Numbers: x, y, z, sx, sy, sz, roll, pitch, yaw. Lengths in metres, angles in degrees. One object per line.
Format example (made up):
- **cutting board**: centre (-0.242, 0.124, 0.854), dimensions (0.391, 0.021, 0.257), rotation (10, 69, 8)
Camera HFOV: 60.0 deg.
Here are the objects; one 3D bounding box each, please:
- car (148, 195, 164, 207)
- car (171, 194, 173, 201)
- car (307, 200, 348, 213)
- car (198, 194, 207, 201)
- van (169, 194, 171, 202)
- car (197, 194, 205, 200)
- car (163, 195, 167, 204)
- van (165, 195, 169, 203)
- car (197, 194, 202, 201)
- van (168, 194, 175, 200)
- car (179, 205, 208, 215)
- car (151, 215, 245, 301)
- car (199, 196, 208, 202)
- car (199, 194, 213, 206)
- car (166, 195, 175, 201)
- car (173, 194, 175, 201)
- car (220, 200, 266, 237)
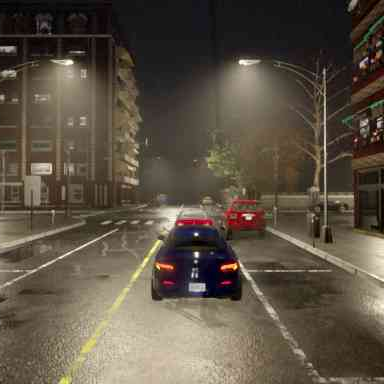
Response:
- **car**: centre (-5.734, 1.614, 50.633), dimensions (1.802, 1.307, 4.206), rotation (1, 0, 0)
- **car**: centre (-5.759, 1.636, 72.787), dimensions (1.802, 1.307, 4.206), rotation (1, 0, 0)
- **car**: centre (15.171, 1.609, 37.191), dimensions (4.313, 1.339, 1.947), rotation (0, -1, 0)
- **car**: centre (2.612, 1.382, 83.865), dimensions (2.192, 1.841, 5.009), rotation (1, 0, 0)
- **van**: centre (-5.749, 1.389, 67.248), dimensions (1.690, 1.788, 3.998), rotation (1, 0, 0)
- **car**: centre (2.600, 1.396, 94.940), dimensions (2.192, 1.841, 5.009), rotation (1, 0, 0)
- **car**: centre (-5.740, 1.619, 56.170), dimensions (1.802, 1.307, 4.206), rotation (1, 0, 0)
- **van**: centre (-5.742, 1.383, 61.709), dimensions (1.690, 1.788, 3.998), rotation (1, 0, 0)
- **car**: centre (2.621, 1.605, 72.788), dimensions (2.008, 1.369, 4.403), rotation (1, 0, 0)
- **van**: centre (-5.780, 1.422, 94.941), dimensions (1.690, 1.788, 3.998), rotation (1, 0, 0)
- **car**: centre (0.080, 1.609, 17.954), dimensions (1.895, 1.301, 4.718), rotation (0, 0, 0)
- **car**: centre (0.092, 1.529, 8.211), dimensions (1.812, 1.442, 4.674), rotation (0, 0, 0)
- **car**: centre (2.614, 1.626, 78.327), dimensions (1.947, 1.339, 4.313), rotation (1, 0, 0)
- **car**: centre (2.640, 1.563, 56.344), dimensions (1.752, 1.417, 4.829), rotation (1, 0, 0)
- **car**: centre (-5.778, 1.625, 89.403), dimensions (2.008, 1.369, 4.403), rotation (1, 0, 0)
- **car**: centre (-5.765, 1.611, 78.325), dimensions (2.008, 1.369, 4.403), rotation (1, 0, 0)
- **car**: centre (2.688, 1.323, 18.144), dimensions (2.192, 1.841, 5.009), rotation (1, 0, 0)
